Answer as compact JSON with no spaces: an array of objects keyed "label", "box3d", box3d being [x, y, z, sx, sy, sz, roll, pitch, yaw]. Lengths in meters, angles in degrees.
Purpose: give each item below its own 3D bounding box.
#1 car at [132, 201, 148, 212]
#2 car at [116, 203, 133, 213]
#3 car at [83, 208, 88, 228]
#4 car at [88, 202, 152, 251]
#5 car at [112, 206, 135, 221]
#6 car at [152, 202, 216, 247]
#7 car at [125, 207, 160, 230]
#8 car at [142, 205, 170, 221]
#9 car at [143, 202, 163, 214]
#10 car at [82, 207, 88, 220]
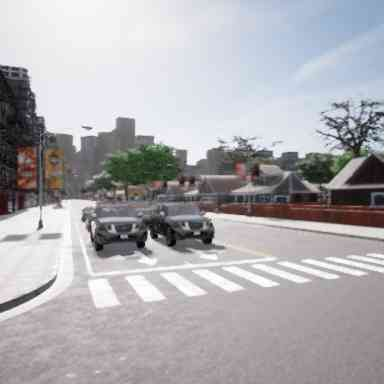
[{"label":"car","box3d":[-9.579,2.607,61.078,2.097,1.767,4.553,0,-1,-20]},{"label":"car","box3d":[-11.881,2.717,58.185,2.128,1.511,4.902,0,-1,-20]},{"label":"car","box3d":[-7.134,2.170,25.717,1.895,1.301,4.718,0,-1,-20]},{"label":"car","box3d":[-3.779,1.581,16.535,2.150,2.045,5.566,0,-1,-20]},{"label":"car","box3d":[-7.544,2.300,36.335,1.812,1.442,4.674,0,-1,-20]},{"label":"car","box3d":[-0.707,1.569,17.599,2.150,2.045,5.566,0,-1,-20]},{"label":"car","box3d":[-4.124,2.066,26.943,1.837,1.490,4.892,0,-1,-20]},{"label":"car","box3d":[-4.068,2.225,36.840,1.882,1.535,5.008,0,-1,-20]},{"label":"car","box3d":[-6.088,2.399,51.755,2.097,1.767,4.553,0,-1,-20]},{"label":"car","box3d":[-10.739,2.272,35.613,1.882,1.535,5.008,0,-1,-20]}]
